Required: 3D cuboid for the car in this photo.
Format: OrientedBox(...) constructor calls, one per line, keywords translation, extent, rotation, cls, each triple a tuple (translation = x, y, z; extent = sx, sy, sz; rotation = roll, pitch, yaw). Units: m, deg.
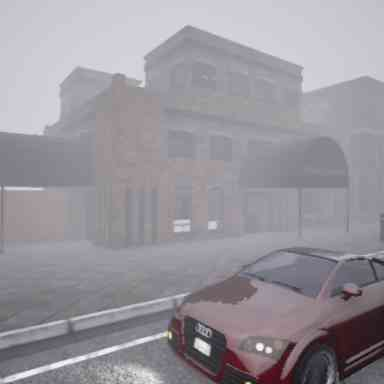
OrientedBox(translation=(1.739, 1.564, 4.926), extent=(4.181, 1.385, 1.994), rotation=(0, 0, -36), cls="car")
